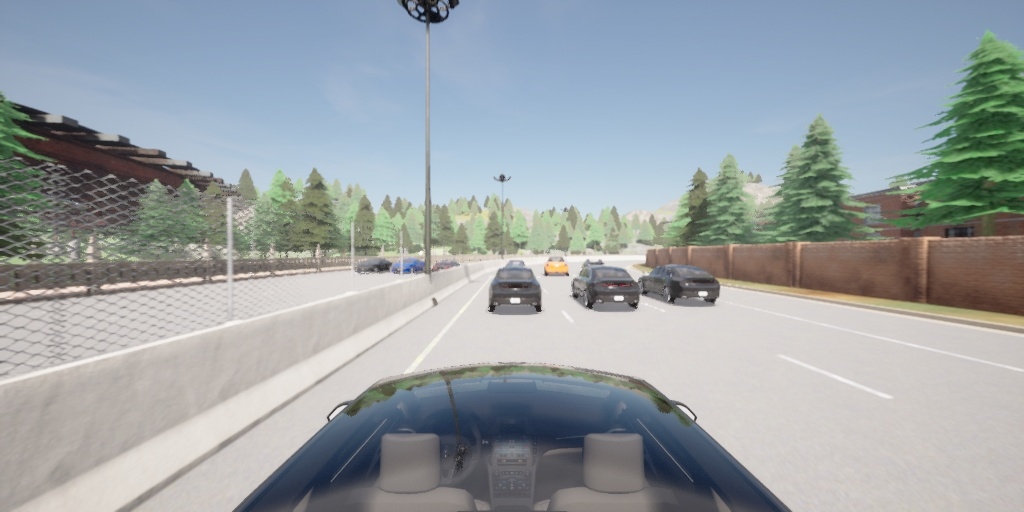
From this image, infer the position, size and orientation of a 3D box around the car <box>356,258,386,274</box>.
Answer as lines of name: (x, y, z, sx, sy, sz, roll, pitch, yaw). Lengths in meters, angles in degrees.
car: (-13.485, 0.932, 35.441, 1.882, 1.535, 5.008, 0, 0, 5)

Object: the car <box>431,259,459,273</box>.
car: (-6.478, 1.023, 35.235, 1.994, 1.385, 4.181, 0, 0, 6)

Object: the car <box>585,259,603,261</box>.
car: (7.605, 0.973, 33.492, 2.128, 1.511, 4.902, 0, 0, 5)

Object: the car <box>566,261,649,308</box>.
car: (3.611, 1.148, 14.505, 1.837, 1.490, 4.892, 0, 1, 0)

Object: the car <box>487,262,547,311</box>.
car: (0.109, 1.151, 13.888, 1.837, 1.490, 4.892, 0, 1, 0)

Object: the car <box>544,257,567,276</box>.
car: (4.090, 0.833, 33.372, 2.097, 1.767, 4.553, 0, 0, 5)

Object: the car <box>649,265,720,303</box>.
car: (7.112, 1.138, 15.752, 1.837, 1.490, 4.892, 0, 1, 0)

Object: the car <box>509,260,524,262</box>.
car: (0.390, 1.042, 31.522, 2.033, 1.411, 5.357, 0, 0, 4)

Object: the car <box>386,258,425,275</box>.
car: (-10.018, 0.937, 34.998, 1.882, 1.535, 5.008, 0, 0, 5)
